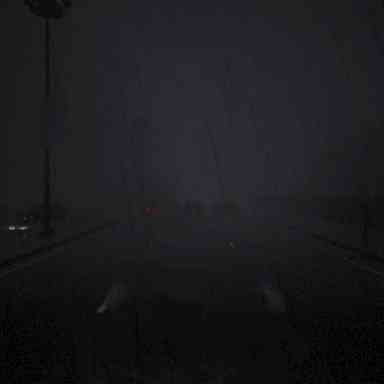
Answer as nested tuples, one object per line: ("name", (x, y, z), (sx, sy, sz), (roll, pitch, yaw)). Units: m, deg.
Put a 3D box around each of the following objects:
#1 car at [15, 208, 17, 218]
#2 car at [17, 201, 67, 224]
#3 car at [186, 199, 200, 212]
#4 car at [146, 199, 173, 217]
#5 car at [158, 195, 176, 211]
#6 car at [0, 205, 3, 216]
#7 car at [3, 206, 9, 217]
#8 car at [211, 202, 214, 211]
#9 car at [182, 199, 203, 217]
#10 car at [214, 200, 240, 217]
("car", (-14.973, 1.628, 31.887), (1.882, 1.535, 5.008), (0, 0, 1))
("car", (-11.459, 1.624, 26.279), (1.837, 1.490, 4.892), (0, 0, 0))
("car", (0.164, 1.714, 43.974), (1.837, 1.490, 4.892), (0, 0, 1))
("car", (-3.411, 1.705, 33.315), (2.033, 1.411, 5.357), (0, 0, 0))
("car", (-3.341, 1.429, 43.690), (2.150, 2.045, 5.566), (0, 0, 0))
("car", (-15.069, 1.594, 21.831), (2.128, 1.511, 4.902), (0, 0, 0))
("car", (-18.498, 1.706, 30.169), (1.994, 1.385, 4.181), (0, 0, 1))
("car", (3.665, 1.772, 44.008), (1.994, 1.385, 4.181), (0, 0, 1))
("car", (0.088, 1.649, 33.259), (2.128, 1.511, 4.902), (0, 0, 0))
("car", (3.588, 1.635, 33.155), (1.882, 1.535, 5.008), (0, 0, 0))
